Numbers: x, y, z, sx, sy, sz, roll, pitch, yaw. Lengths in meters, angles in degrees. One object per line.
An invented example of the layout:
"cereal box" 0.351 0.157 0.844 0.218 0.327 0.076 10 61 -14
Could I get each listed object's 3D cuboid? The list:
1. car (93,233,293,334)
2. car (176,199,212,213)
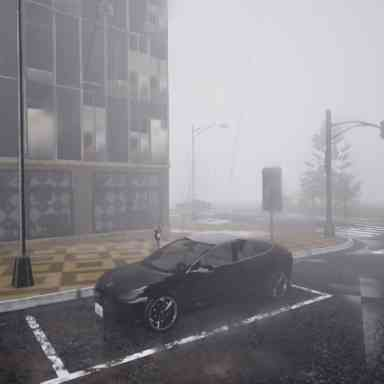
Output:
"car" 0.241 1.565 6.739 4.313 1.339 1.947 0 -1 -35
"car" 0.126 1.505 36.251 2.128 1.511 4.902 -1 1 -37
